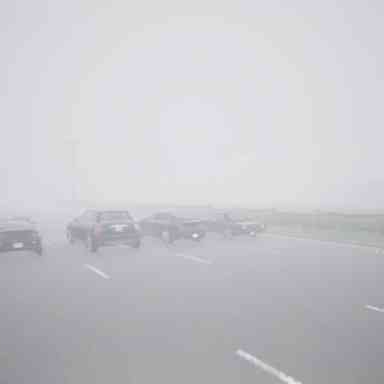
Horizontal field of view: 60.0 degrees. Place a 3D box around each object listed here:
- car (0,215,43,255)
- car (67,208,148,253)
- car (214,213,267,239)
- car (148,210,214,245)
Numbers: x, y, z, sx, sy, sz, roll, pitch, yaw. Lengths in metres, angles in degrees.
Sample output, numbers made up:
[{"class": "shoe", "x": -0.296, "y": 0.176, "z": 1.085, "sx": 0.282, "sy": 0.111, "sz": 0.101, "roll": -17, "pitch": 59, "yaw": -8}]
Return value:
[{"class": "car", "x": -7.185, "y": 1.653, "z": 13.228, "sx": 1.812, "sy": 1.442, "sz": 4.674, "roll": 1, "pitch": -1, "yaw": -34}, {"class": "car", "x": -4.040, "y": 1.503, "z": 14.828, "sx": 2.097, "sy": 1.767, "sz": 4.553, "roll": 1, "pitch": -1, "yaw": -34}, {"class": "car", "x": 1.829, "y": 1.806, "z": 18.636, "sx": 1.895, "sy": 1.301, "sz": 4.718, "roll": 1, "pitch": -1, "yaw": -34}, {"class": "car", "x": -1.208, "y": 1.687, "z": 16.884, "sx": 1.837, "sy": 1.490, "sz": 4.892, "roll": 1, "pitch": 0, "yaw": -34}]
